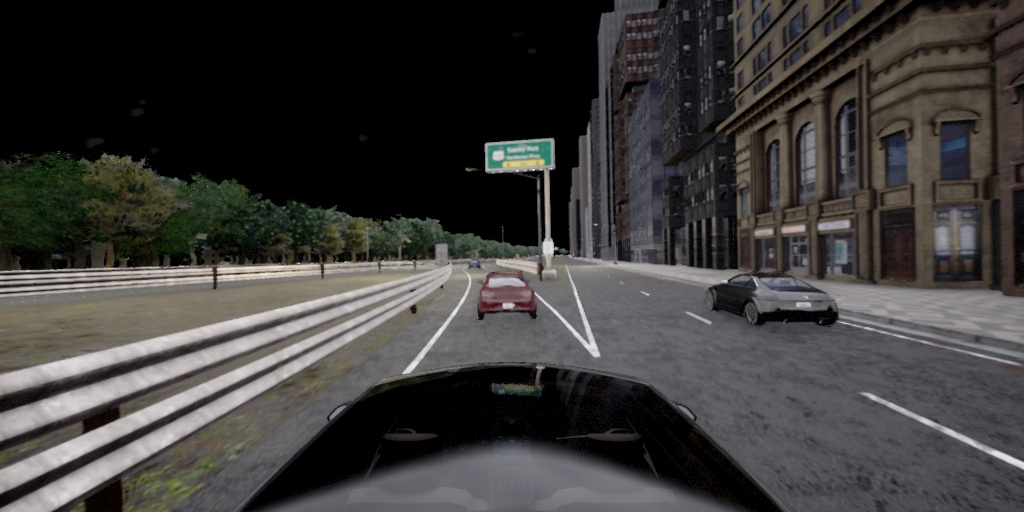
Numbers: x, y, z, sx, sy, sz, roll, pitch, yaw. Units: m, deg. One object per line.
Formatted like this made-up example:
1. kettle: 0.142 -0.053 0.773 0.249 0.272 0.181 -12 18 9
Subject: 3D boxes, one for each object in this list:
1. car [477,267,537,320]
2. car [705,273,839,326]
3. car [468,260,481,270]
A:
1. car: -0.228 1.238 12.464 1.812 1.442 4.674 -1 0 -3
2. car: 7.623 1.195 11.014 1.994 1.385 4.181 -1 0 8
3. car: -5.907 1.347 56.524 1.812 1.442 4.674 -1 0 -8
